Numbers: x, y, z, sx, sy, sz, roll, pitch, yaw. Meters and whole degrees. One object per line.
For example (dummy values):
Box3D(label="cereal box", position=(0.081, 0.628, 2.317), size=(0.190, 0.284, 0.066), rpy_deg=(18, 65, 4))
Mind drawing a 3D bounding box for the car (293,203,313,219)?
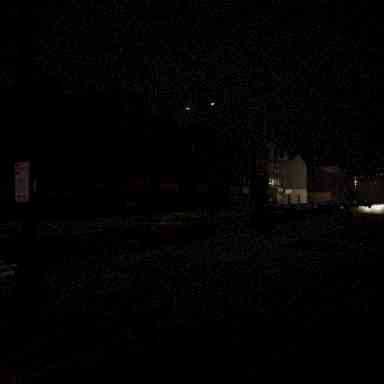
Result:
Box3D(label="car", position=(9.244, 1.741, 30.526), size=(2.008, 1.369, 4.403), rpy_deg=(-1, -1, 35))

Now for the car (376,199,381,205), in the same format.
Box3D(label="car", position=(44.990, 2.458, 81.036), size=(2.008, 1.369, 4.403), rpy_deg=(-2, -2, 35))

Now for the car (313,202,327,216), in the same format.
Box3D(label="car", position=(12.494, 1.819, 35.118), size=(1.802, 1.307, 4.206), rpy_deg=(-1, -1, 35))

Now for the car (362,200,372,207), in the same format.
Box3D(label="car", position=(31.993, 2.144, 62.671), size=(2.008, 1.369, 4.403), rpy_deg=(-1, -1, 35))

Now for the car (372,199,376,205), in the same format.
Box3D(label="car", position=(35.242, 2.209, 67.262), size=(1.887, 1.381, 4.507), rpy_deg=(-1, -2, 35))

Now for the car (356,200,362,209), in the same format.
Box3D(label="car", position=(25.493, 2.011, 53.486), size=(2.008, 1.369, 4.403), rpy_deg=(-1, -1, 35))

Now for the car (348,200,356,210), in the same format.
Box3D(label="car", position=(22.243, 1.950, 48.895), size=(2.008, 1.369, 4.403), rpy_deg=(-1, -1, 35))

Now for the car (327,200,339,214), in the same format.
Box3D(label="car", position=(15.744, 1.832, 39.710), size=(1.887, 1.381, 4.507), rpy_deg=(-1, -1, 35))

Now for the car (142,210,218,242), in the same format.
Box3D(label="car", position=(-0.407, 1.597, 16.889), size=(1.752, 1.417, 4.829), rpy_deg=(-1, -1, 35))

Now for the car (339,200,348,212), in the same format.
Box3D(label="car", position=(18.992, 1.782, 44.304), size=(1.967, 1.590, 4.097), rpy_deg=(-1, -1, 35))

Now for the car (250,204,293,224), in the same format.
Box3D(label="car", position=(5.995, 1.713, 25.934), size=(1.947, 1.339, 4.313), rpy_deg=(-1, -1, 35))
